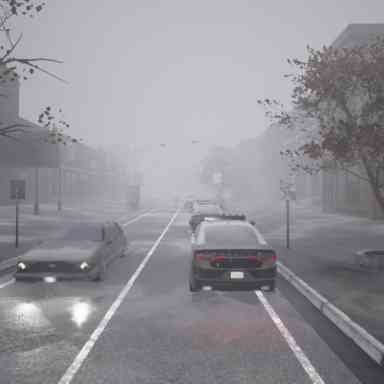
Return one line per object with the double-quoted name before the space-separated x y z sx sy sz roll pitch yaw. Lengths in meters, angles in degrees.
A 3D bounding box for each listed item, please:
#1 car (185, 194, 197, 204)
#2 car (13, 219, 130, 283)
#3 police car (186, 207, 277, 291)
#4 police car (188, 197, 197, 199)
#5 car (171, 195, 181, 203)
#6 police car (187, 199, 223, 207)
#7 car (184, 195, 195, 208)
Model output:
"car" -0.150 1.257 59.816 2.097 1.767 4.553 0 0 0
"car" -3.123 1.549 9.980 2.033 1.411 5.357 0 0 0
"police car" 0.879 1.426 9.116 1.930 1.638 5.238 0 0 0
"police car" 0.838 1.428 25.117 1.930 1.638 5.238 0 0 0
"car" -3.170 1.316 67.119 1.882 1.535 5.008 0 1 0
"police car" 0.853 1.428 19.117 1.930 1.638 5.238 0 0 0
"car" -0.101 1.507 46.698 1.812 1.442 4.674 0 0 0
